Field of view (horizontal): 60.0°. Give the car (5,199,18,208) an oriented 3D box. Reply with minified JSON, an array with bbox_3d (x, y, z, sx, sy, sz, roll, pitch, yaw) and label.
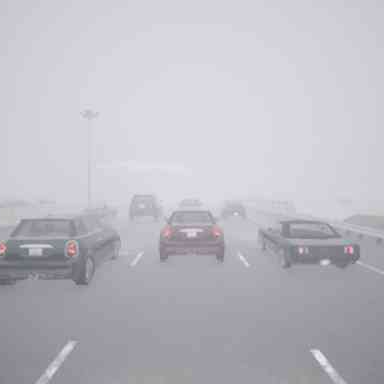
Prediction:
[{"bbox_3d":[-21.427,1.566,39.893,2.033,1.411,5.357,0,0,0],"label":"car"}]

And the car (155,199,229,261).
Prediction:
[{"bbox_3d":[-0.014,1.323,12.361,2.097,1.767,4.553,0,0,0],"label":"car"}]

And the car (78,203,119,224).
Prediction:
[{"bbox_3d":[-7.131,1.576,25.852,1.895,1.301,4.718,0,0,0],"label":"car"}]

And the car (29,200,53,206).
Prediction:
[{"bbox_3d":[-17.927,1.601,40.179,1.895,1.301,4.718,0,0,0],"label":"car"}]

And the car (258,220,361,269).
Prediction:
[{"bbox_3d":[3.497,1.556,10.981,1.895,1.301,4.718,0,0,0],"label":"car"}]

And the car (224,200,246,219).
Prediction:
[{"bbox_3d":[3.355,1.420,27.863,1.837,1.490,4.892,0,0,0],"label":"car"}]

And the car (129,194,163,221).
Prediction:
[{"bbox_3d":[-3.637,1.175,26.782,2.150,2.045,5.566,0,0,0],"label":"car"}]

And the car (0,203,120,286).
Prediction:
[{"bbox_3d":[-3.500,1.348,9.561,2.097,1.767,4.553,0,0,0],"label":"car"}]
